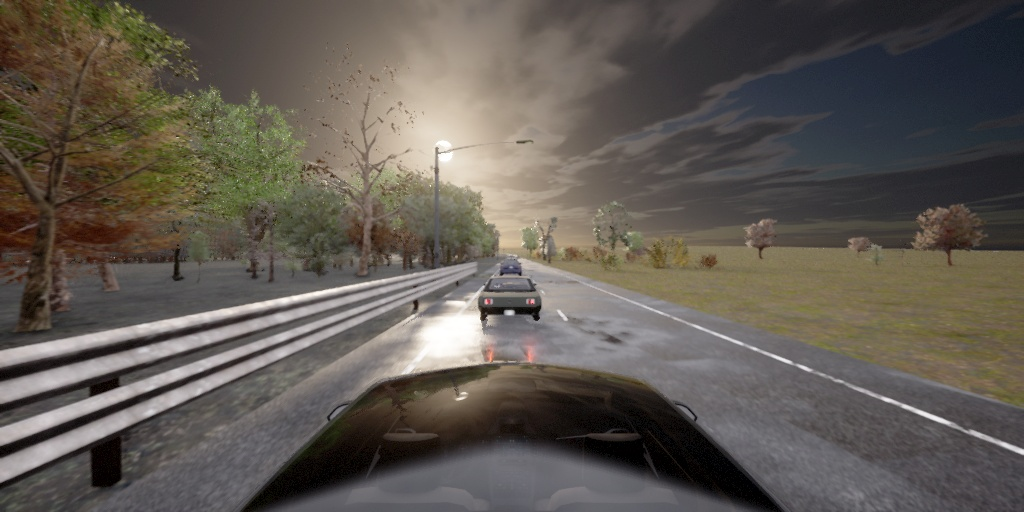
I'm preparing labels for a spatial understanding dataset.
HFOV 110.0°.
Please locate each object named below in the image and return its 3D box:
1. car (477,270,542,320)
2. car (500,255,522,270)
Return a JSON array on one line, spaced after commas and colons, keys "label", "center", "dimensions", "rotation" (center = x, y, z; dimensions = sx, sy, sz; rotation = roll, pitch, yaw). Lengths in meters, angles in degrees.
[{"label": "car", "center": [-0.067, 1.338, 12.520], "dimensions": [1.895, 1.301, 4.718], "rotation": [0, 0, 0]}, {"label": "car", "center": [-0.081, 1.057, 35.414], "dimensions": [2.097, 1.767, 4.553], "rotation": [0, 0, 0]}]
